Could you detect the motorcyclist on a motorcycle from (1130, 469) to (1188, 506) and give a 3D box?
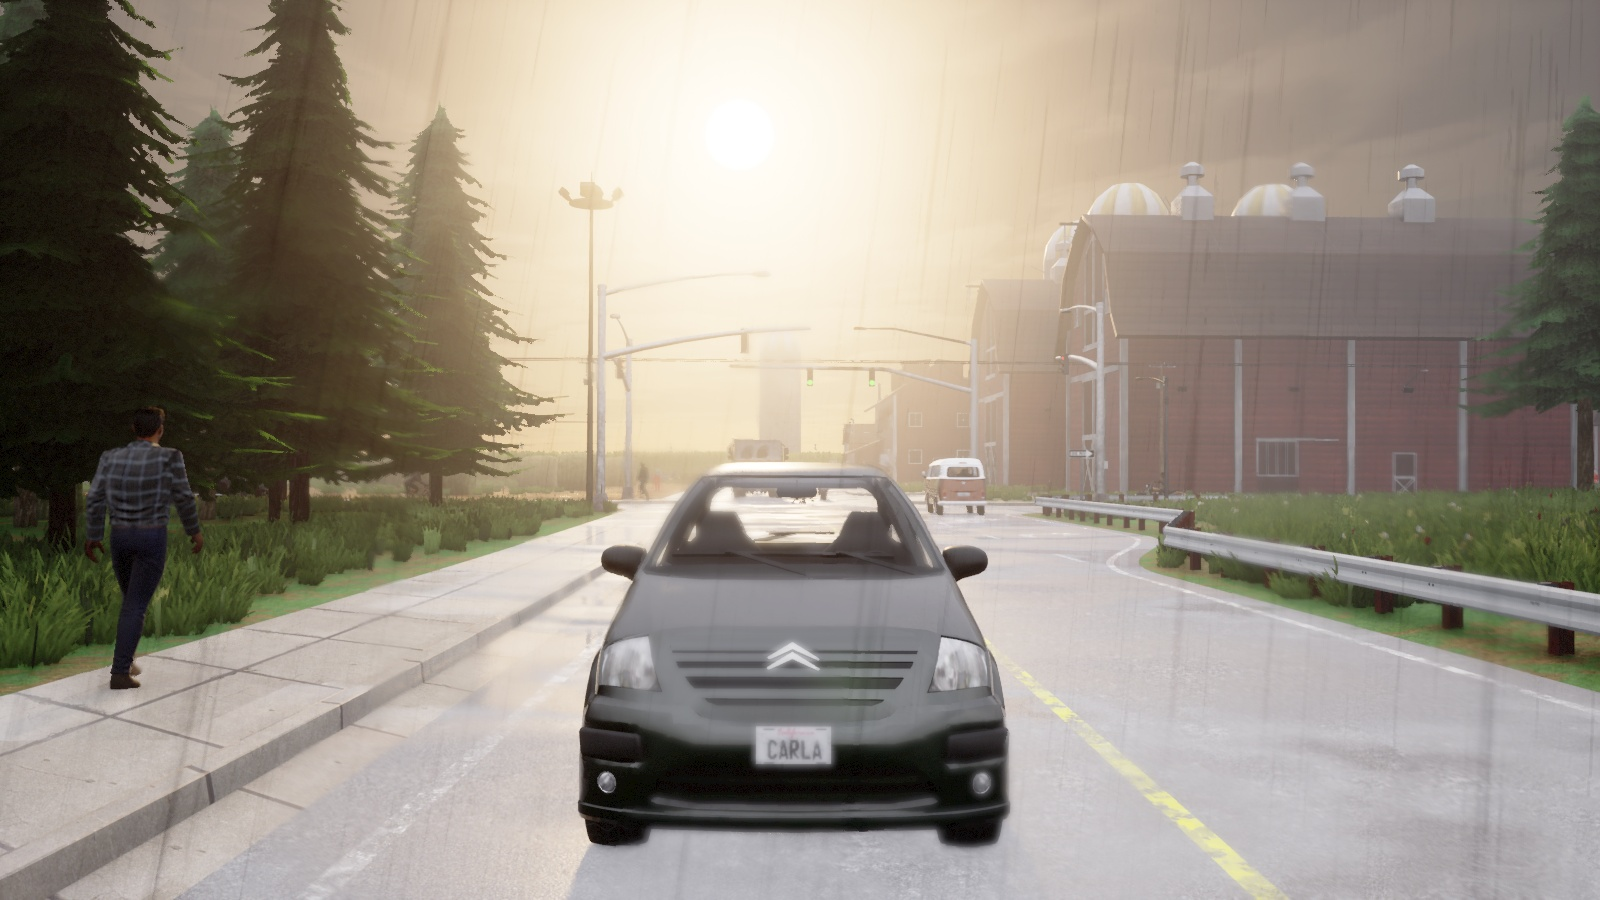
[{"bbox_3d":[15.962,1.663,55.810,2.350,1.649,0.766,0,-1,-1],"label":"motorcyclist on a motorcycle"}]

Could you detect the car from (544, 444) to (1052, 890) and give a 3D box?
[{"bbox_3d":[-0.021,0.823,6.581,1.851,1.617,3.988,0,-1,0],"label":"car"}]

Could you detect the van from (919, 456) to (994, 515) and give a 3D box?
[{"bbox_3d":[5.721,1.297,46.422,2.069,2.038,4.480,-1,-1,-1],"label":"van"}]

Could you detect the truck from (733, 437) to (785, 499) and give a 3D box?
[{"bbox_3d":[-2.453,1.075,73.816,2.891,3.462,7.936,0,-1,-2],"label":"truck"}]

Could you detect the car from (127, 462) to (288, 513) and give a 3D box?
[{"bbox_3d":[-24.170,1.518,51.378,5.566,2.045,2.150,0,-1,-1],"label":"car"}]

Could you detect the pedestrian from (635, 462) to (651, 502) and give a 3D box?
[{"bbox_3d":[-7.317,1.497,58.564,0.614,1.847,0.353,-1,-1,26],"label":"pedestrian"}]

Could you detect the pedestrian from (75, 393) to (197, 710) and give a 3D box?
[{"bbox_3d":[-4.294,0.631,8.161,0.423,1.949,0.788,0,-1,-5],"label":"pedestrian"}]
